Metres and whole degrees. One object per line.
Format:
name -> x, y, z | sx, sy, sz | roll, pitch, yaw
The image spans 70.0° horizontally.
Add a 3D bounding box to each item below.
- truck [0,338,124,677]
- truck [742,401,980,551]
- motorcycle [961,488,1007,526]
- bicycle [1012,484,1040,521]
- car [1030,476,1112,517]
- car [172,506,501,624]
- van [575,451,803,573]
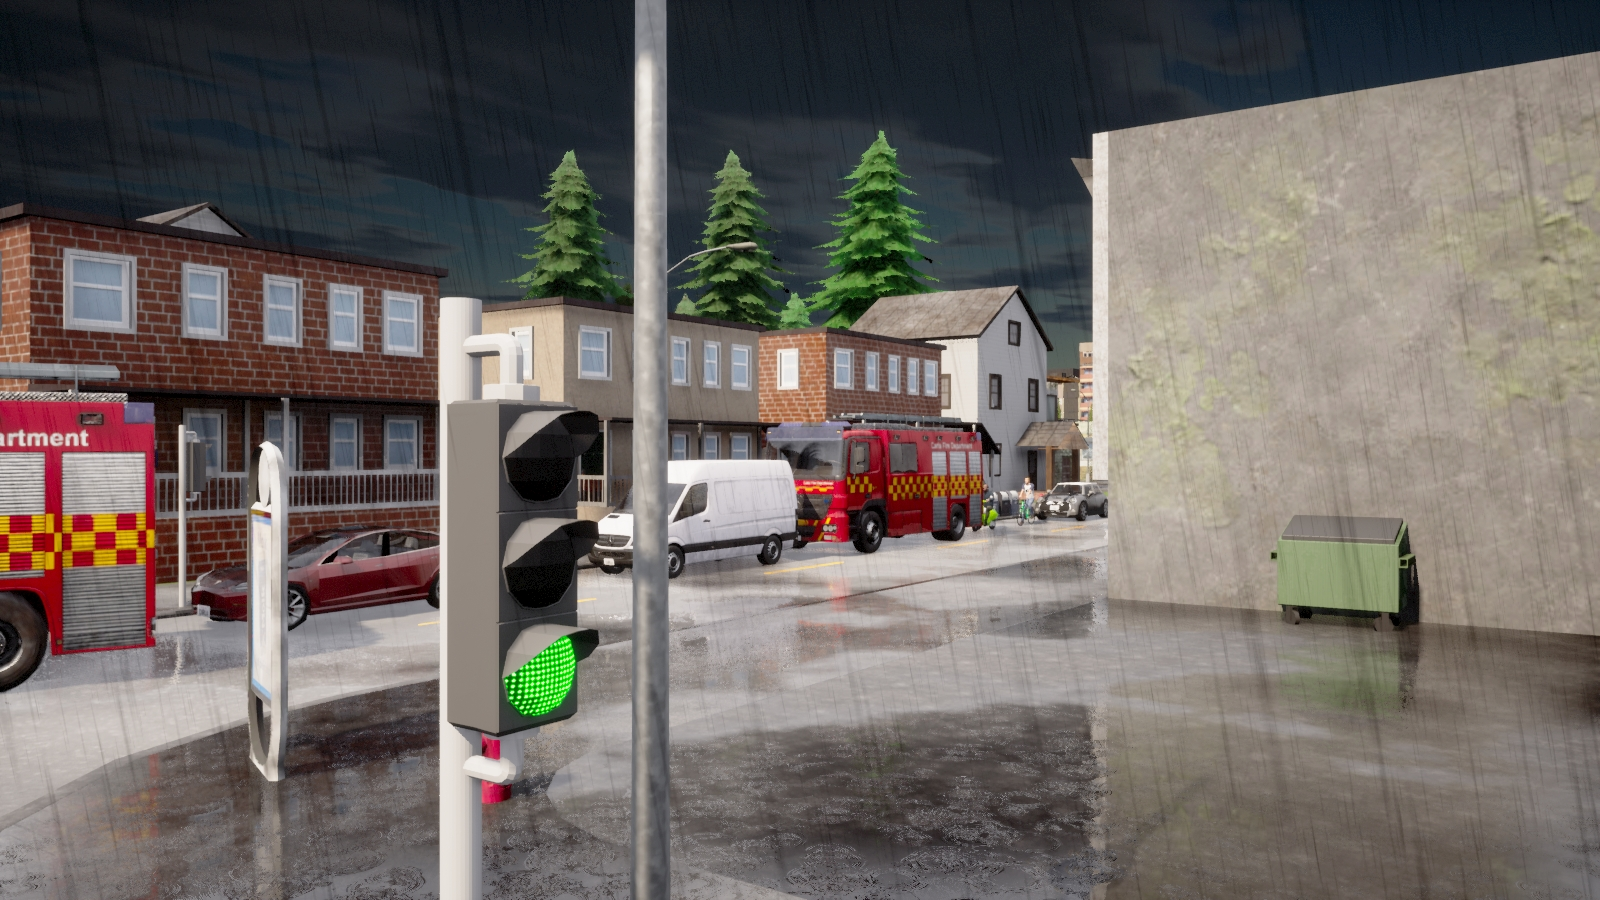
truck -> -12.354, 0.662, 12.471 | 8.468, 3.827, 2.891 | 0, 0, -32
truck -> 2.054, 0.663, 33.403 | 2.891, 3.827, 8.468 | 0, 0, 35
motorcycle -> 6.398, 1.954, 39.613 | 0.856, 1.236, 1.805 | 0, 0, 35
bicycle -> 8.406, 1.928, 42.476 | 0.373, 1.296, 1.643 | 0, 0, 35
car -> 11.003, 1.837, 46.179 | 1.970, 1.475, 3.806 | 0, 0, 35
car -> -7.714, 1.835, 19.481 | 2.163, 1.488, 4.792 | 0, 0, 35
van -> -2.442, 1.307, 26.996 | 1.988, 2.561, 5.915 | 0, 0, 35
